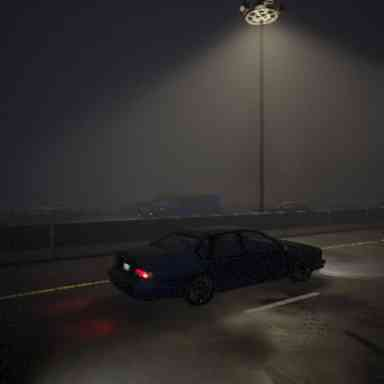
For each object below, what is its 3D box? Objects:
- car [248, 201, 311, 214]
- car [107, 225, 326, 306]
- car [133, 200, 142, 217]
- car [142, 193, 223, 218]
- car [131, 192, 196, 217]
[{"bbox_3d":[6.173,1.362,23.475,4.902,1.511,2.128,0,0,-28],"label":"car"},{"bbox_3d":[0.810,1.507,7.901,5.357,1.411,2.033,0,0,-33],"label":"car"},{"bbox_3d":[-1.798,1.419,27.053,5.357,1.411,2.033,0,0,-30],"label":"car"},{"bbox_3d":[-0.367,1.106,23.825,5.566,2.045,2.150,0,0,-30],"label":"car"},{"bbox_3d":[-2.556,1.078,30.628,5.566,2.045,2.150,0,0,-30],"label":"car"}]
